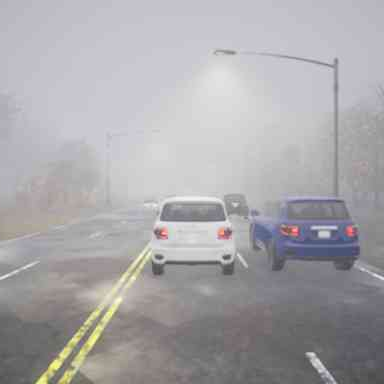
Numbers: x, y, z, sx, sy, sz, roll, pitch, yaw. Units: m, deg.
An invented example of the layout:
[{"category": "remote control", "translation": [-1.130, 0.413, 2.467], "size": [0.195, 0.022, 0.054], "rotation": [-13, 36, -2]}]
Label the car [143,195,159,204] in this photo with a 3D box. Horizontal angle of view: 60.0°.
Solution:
[{"category": "car", "translation": [-6.586, 1.240, 54.055], "size": [1.994, 1.385, 4.181], "rotation": [0, 0, 0]}]

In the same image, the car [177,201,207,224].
[{"category": "car", "translation": [0.034, 1.438, 25.184], "size": [2.033, 1.411, 5.357], "rotation": [0, 0, 0]}]

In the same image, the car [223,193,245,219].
[{"category": "car", "translation": [3.302, 1.098, 27.831], "size": [2.150, 2.045, 5.566], "rotation": [0, 1, 0]}]

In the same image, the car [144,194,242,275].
[{"category": "car", "translation": [0.043, 1.171, 10.429], "size": [2.150, 2.045, 5.566], "rotation": [0, -1, 0]}]

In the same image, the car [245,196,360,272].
[{"category": "car", "translation": [3.289, 1.166, 10.814], "size": [2.150, 2.045, 5.566], "rotation": [0, -1, 1]}]
